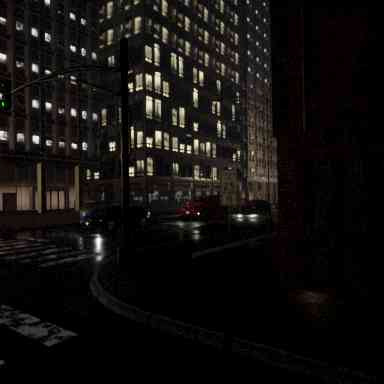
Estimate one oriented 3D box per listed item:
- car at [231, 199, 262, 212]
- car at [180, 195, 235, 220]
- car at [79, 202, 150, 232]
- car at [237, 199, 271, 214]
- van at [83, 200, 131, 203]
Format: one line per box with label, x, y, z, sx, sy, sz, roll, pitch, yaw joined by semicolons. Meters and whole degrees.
car;6.840;1.688;41.379;1.752;1.417;4.829;-2;-1;36
car;1.245;1.307;29.123;2.150;2.045;5.566;-1;-1;36
car;-4.644;1.571;20.934;1.837;1.490;4.892;-1;-1;33
car;7.250;1.583;37.486;1.882;1.535;5.008;-1;-1;36
van;-5.991;1.460;23.467;1.690;1.788;3.998;-2;-1;36
